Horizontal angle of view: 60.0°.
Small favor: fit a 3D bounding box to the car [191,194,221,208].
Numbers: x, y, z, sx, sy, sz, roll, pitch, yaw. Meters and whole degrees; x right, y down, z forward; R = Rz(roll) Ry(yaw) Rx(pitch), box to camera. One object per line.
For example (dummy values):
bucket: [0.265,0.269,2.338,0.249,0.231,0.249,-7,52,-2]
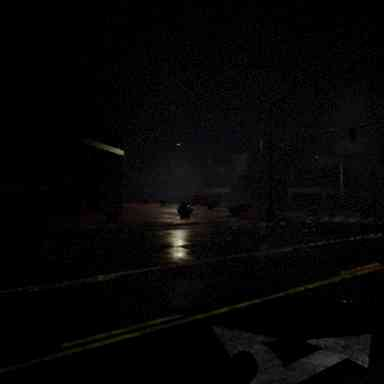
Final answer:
car: [1.989,1.291,50.186,2.150,2.045,5.566,1,-1,-34]
